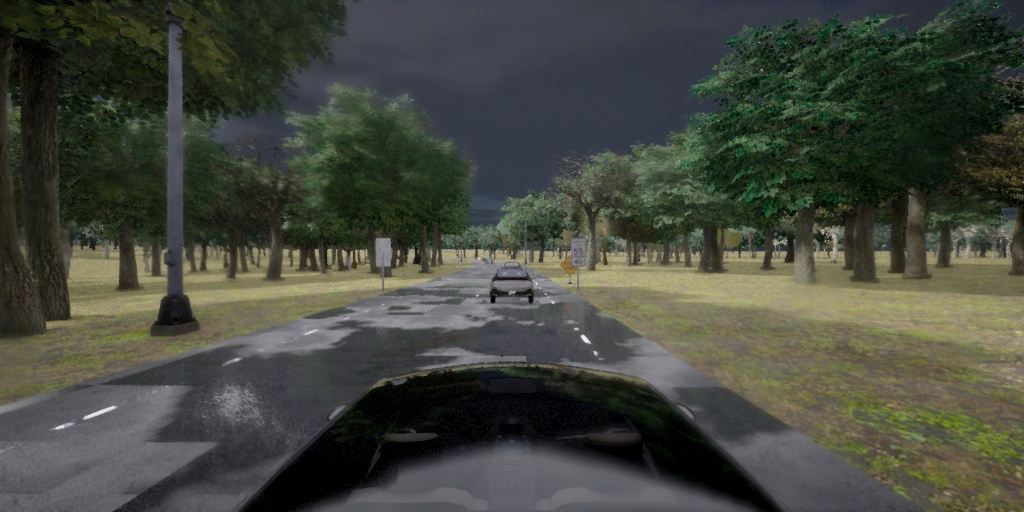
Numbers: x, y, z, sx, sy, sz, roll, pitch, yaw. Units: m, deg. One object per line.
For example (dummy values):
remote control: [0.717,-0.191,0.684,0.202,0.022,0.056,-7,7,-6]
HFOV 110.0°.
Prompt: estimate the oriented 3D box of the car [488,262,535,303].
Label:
car: [0.001,1.233,16.503,2.128,1.511,4.902,0,0,0]

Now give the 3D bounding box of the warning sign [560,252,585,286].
warning sign: [3.551,0.844,21.960,1.300,1.860,1.060,0,0,0]
